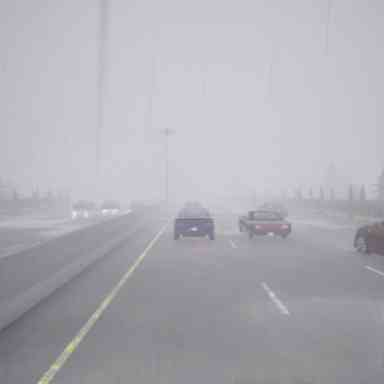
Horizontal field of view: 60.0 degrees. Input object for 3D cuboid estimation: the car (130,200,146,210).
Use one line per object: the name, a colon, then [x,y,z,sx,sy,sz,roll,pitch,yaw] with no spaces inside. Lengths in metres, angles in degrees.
car: [-7.327,1.700,45.251,1.895,1.301,4.718,0,0,-3]

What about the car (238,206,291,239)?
car: [3.602,1.620,17.374,1.895,1.301,4.718,0,0,0]

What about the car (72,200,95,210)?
car: [-14.263,1.696,44.050,1.895,1.301,4.718,0,0,-3]

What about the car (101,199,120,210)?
car: [-10.837,1.662,44.644,1.994,1.385,4.181,0,0,-3]

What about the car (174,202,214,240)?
car: [0.101,1.496,17.241,1.882,1.535,5.008,0,0,0]

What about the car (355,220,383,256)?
car: [7.101,1.361,10.529,2.097,1.767,4.553,0,0,0]

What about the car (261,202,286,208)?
car: [7.103,1.594,29.807,2.033,1.411,5.357,0,0,0]
